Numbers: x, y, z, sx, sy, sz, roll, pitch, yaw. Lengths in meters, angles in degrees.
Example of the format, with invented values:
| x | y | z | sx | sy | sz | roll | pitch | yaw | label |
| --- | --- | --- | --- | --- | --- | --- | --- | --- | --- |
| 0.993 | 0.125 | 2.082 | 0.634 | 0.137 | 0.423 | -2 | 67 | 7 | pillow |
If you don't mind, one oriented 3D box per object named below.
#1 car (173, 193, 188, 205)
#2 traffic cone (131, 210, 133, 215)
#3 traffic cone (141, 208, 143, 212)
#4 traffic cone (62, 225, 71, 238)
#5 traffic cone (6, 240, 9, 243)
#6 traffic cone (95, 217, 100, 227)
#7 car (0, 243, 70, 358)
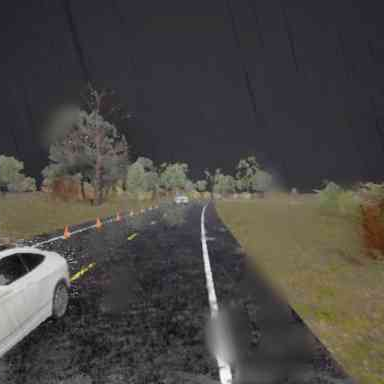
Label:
| x | y | z | sx | sy | sz | roll | pitch | yaw | label |
| --- | --- | --- | --- | --- | --- | --- | --- | --- | --- |
| -2.071 | 1.246 | 59.285 | 2.150 | 2.045 | 5.566 | 0 | -1 | -8 | car |
| -5.648 | 1.902 | 31.218 | 0.340 | 0.580 | 0.340 | 0 | 0 | 2 | traffic cone |
| -5.437 | 1.912 | 36.233 | 0.340 | 0.580 | 0.340 | 0 | 0 | 3 | traffic cone |
| -6.091 | 1.906 | 16.164 | 0.340 | 0.580 | 0.340 | 0 | 0 | 1 | traffic cone |
| -6.176 | 1.917 | 11.144 | 0.340 | 0.580 | 0.340 | 0 | 0 | 1 | traffic cone |
| -5.975 | 1.899 | 21.182 | 0.340 | 0.580 | 0.340 | 0 | 0 | 2 | traffic cone |
| -3.177 | 1.510 | 4.502 | 1.812 | 1.442 | 4.674 | 0 | 0 | 0 | car |
